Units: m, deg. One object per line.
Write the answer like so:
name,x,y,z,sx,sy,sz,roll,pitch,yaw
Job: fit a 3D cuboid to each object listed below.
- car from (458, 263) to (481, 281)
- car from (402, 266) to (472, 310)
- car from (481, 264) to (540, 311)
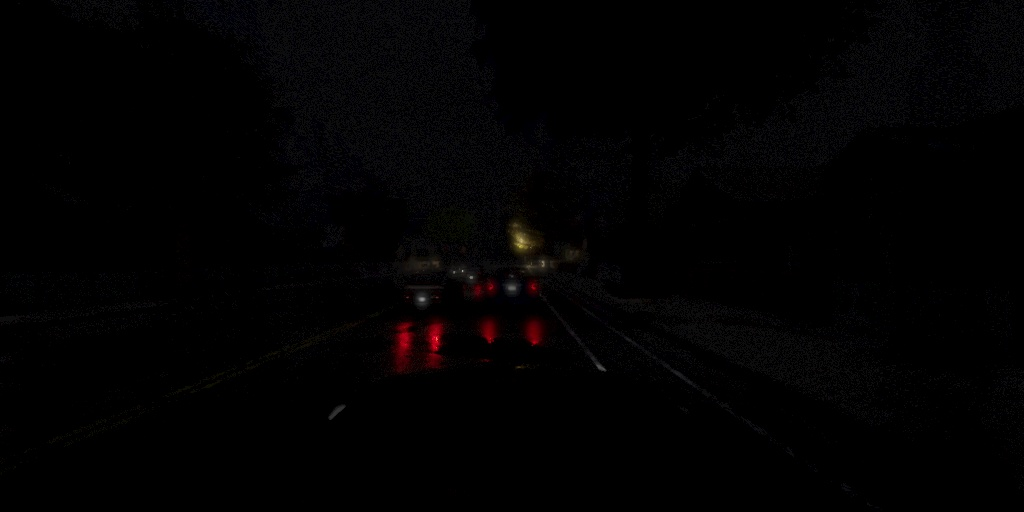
car,-3.217,1.553,30.763,1.812,1.442,4.674,0,0,1
car,-3.224,1.373,15.361,2.128,1.511,4.902,0,0,1
car,0.027,1.230,15.274,2.097,1.767,4.553,0,-1,1
